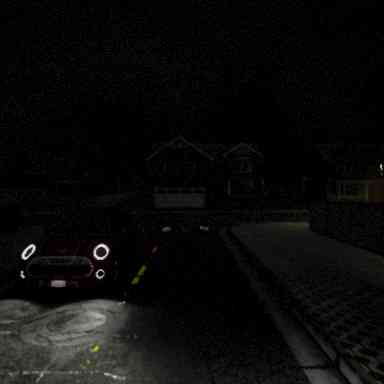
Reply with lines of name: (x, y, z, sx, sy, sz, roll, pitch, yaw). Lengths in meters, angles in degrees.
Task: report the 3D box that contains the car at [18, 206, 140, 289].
car: (-2.756, 1.278, 9.090, 2.097, 1.767, 4.553, 0, 0, 0)
